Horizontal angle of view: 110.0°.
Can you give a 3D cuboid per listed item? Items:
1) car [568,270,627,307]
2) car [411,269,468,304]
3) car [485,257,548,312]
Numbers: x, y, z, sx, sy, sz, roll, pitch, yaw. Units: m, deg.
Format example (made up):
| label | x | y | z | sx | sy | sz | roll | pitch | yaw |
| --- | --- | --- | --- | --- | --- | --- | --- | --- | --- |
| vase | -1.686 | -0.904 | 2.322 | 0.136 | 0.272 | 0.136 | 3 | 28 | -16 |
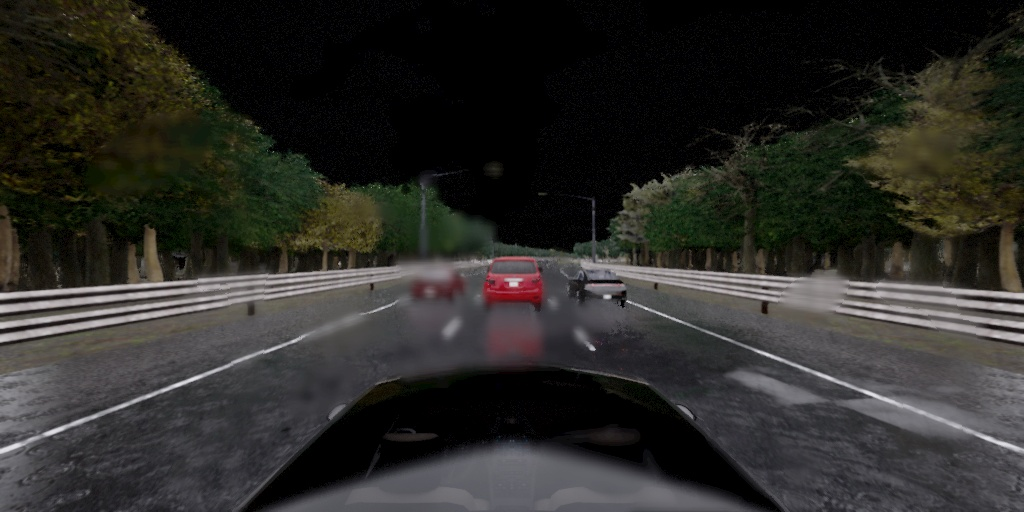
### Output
| label | x | y | z | sx | sy | sz | roll | pitch | yaw |
| --- | --- | --- | --- | --- | --- | --- | --- | --- | --- |
| car | 3.652 | 1.344 | 15.954 | 2.128 | 1.511 | 4.902 | 0 | 0 | 1 |
| car | -3.319 | 1.337 | 17.228 | 1.882 | 1.535 | 5.008 | 0 | 0 | 1 |
| car | 0.125 | 1.066 | 14.900 | 2.150 | 2.045 | 5.566 | 0 | 0 | 1 |
